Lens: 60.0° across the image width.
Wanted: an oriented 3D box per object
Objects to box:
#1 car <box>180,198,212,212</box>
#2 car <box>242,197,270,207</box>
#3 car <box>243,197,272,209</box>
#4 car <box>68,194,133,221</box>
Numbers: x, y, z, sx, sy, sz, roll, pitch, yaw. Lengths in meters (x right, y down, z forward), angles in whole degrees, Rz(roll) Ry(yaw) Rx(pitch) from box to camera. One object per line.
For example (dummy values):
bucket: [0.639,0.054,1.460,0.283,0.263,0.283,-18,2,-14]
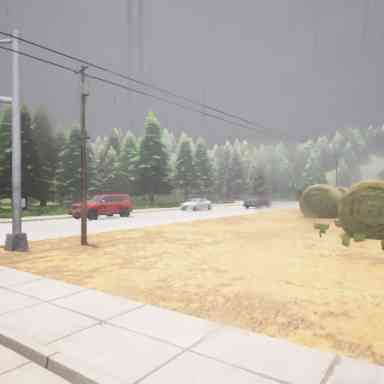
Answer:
car: [0.553,1.443,38.604,1.812,1.442,4.674,0,0,37]
car: [9.914,1.450,51.042,2.033,1.411,5.357,0,0,37]
car: [8.495,1.412,43.100,2.033,1.411,5.357,0,0,37]
car: [-7.469,1.213,27.820,2.150,2.045,5.566,0,0,37]
